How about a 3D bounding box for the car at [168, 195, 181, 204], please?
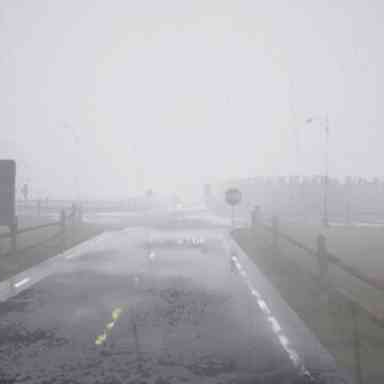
[{"bbox_3d":[-2.733,1.247,53.685,1.812,1.442,4.674,0,2,0],"label":"car"}]
